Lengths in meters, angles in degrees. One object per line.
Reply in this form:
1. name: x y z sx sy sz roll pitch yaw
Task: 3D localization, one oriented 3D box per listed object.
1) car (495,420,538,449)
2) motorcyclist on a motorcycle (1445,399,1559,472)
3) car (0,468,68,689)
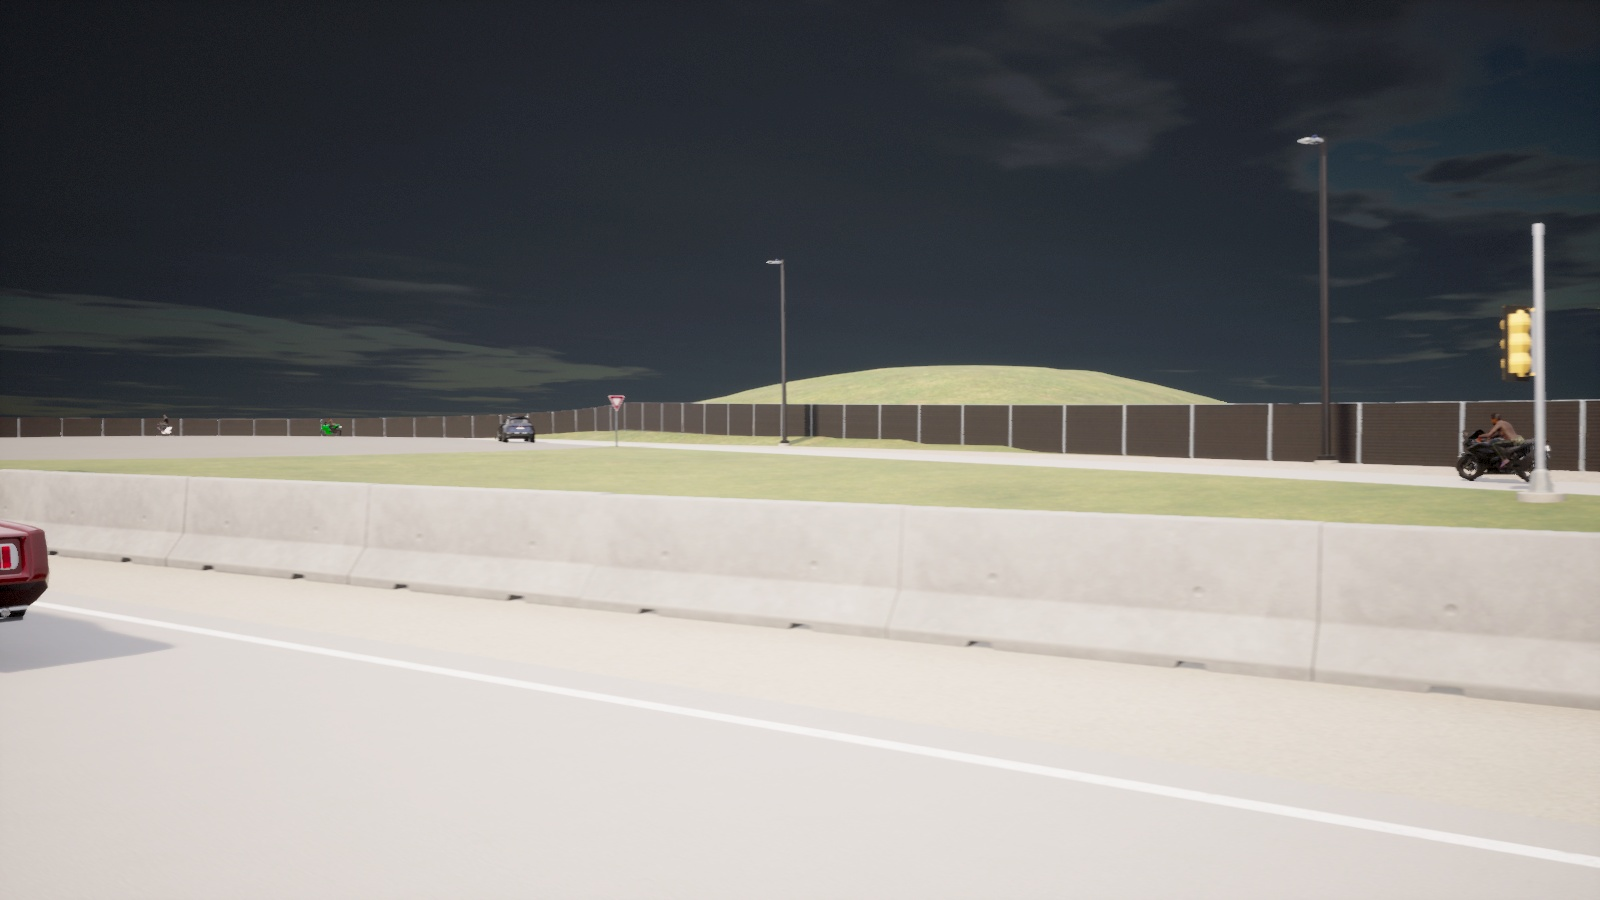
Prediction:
1. car: -17.591 -0.976 77.782 2.033 1.649 4.856 -1 1 -19
2. motorcyclist on a motorcycle: 15.188 -0.320 27.241 0.797 1.523 2.044 -2 2 -29
3. car: -7.042 0.783 8.305 4.718 1.301 1.895 0 1 34
